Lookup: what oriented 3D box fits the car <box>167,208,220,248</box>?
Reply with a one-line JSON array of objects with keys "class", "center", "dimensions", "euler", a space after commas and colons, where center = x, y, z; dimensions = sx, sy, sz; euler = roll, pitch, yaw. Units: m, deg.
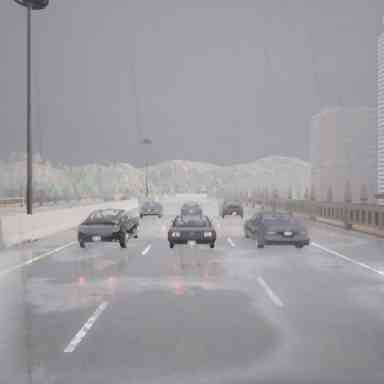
[{"class": "car", "center": [0.000, 1.616, 14.680], "dimensions": [1.895, 1.301, 4.718], "euler": [0, 0, 0]}]

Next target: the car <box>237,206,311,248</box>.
[{"class": "car", "center": [3.500, 1.563, 14.650], "dimensions": [2.033, 1.411, 5.357], "euler": [0, 0, 0]}]

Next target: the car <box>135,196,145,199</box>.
[{"class": "car", "center": [-11.848, 1.584, 76.074], "dimensions": [1.895, 1.301, 4.718], "euler": [0, 0, -2]}]

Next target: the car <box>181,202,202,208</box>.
[{"class": "car", "center": [-0.057, 1.572, 29.780], "dimensions": [1.994, 1.385, 4.181], "euler": [0, 0, -1]}]

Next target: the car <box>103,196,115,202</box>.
[{"class": "car", "center": [-18.846, 1.529, 75.902], "dimensions": [2.033, 1.411, 5.357], "euler": [0, 0, -2]}]

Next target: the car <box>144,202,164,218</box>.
[{"class": "car", "center": [-3.556, 1.563, 29.728], "dimensions": [2.033, 1.411, 5.357], "euler": [0, 0, -1]}]

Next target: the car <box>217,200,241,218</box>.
[{"class": "car", "center": [3.443, 1.516, 29.833], "dimensions": [1.837, 1.490, 4.892], "euler": [0, 0, -1]}]

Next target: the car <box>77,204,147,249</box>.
[{"class": "car", "center": [-3.500, 1.495, 14.650], "dimensions": [2.128, 1.511, 4.902], "euler": [0, 0, 0]}]

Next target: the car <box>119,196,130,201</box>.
[{"class": "car", "center": [-15.347, 1.584, 75.973], "dimensions": [1.895, 1.301, 4.718], "euler": [0, 0, -2]}]
